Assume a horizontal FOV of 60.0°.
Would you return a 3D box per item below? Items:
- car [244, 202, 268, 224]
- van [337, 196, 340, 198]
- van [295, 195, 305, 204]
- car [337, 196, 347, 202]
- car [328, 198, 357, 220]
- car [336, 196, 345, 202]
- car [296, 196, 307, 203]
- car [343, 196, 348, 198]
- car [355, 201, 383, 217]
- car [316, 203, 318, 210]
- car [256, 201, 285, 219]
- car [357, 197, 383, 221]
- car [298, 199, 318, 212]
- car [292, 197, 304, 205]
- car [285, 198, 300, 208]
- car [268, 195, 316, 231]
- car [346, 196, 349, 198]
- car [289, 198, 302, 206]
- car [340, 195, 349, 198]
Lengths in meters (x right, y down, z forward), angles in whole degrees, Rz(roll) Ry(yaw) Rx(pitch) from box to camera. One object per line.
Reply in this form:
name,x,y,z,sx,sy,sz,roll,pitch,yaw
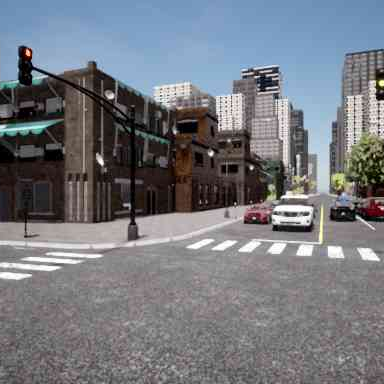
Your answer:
car,5.074,1.554,24.828,1.887,1.381,4.507,0,0,22
van,31.189,1.417,67.982,1.690,1.788,3.998,0,0,22
van,21.367,1.405,65.914,1.690,1.788,3.998,0,0,22
car,35.242,1.681,78.261,1.802,1.307,4.206,0,0,22
car,12.768,1.506,28.317,2.128,1.511,4.902,0,0,22
car,37.269,1.677,83.403,1.947,1.339,4.313,0,0,22
car,23.393,1.626,71.055,2.008,1.369,4.403,0,0,22
car,23.083,1.588,47.421,2.008,1.369,4.403,0,0,22
car,17.004,1.585,32.000,1.947,1.339,4.313,0,0,22
car,10.203,1.579,30.447,1.994,1.385,4.181,0,0,22
car,7.181,1.579,29.932,1.947,1.339,4.313,0,0,22
car,14.978,1.329,26.859,2.192,1.841,5.009,0,0,22
car,14.055,1.572,40.035,2.033,1.411,5.357,0,0,22
car,19.277,1.579,60.615,1.752,1.417,4.829,0,0,22
car,15.287,1.619,50.494,1.802,1.307,4.206,0,0,22
car,6.499,1.229,21.103,2.150,2.045,5.566,0,0,22
car,21.057,1.596,42.280,1.947,1.339,4.313,0,0,22
car,17.313,1.627,55.633,1.802,1.307,4.206,0,0,22
car,27.136,1.637,57.700,1.802,1.307,4.206,0,0,22
